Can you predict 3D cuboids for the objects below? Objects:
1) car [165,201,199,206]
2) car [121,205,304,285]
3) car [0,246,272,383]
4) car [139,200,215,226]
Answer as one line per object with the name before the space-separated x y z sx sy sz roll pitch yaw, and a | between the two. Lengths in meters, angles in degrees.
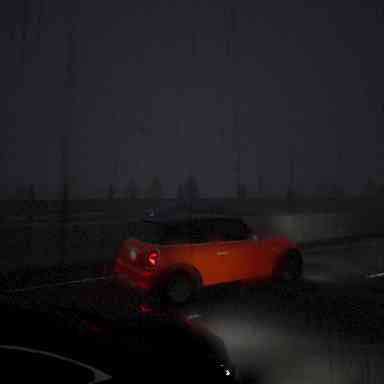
car | 0.737 1.488 20.520 5.357 1.411 2.033 0 0 -28
car | 0.574 1.328 8.045 4.553 1.767 2.097 0 0 -32
car | -1.837 1.494 2.298 4.892 1.490 1.837 0 0 -35
car | -1.015 1.408 23.485 5.008 1.535 1.882 0 0 -28
